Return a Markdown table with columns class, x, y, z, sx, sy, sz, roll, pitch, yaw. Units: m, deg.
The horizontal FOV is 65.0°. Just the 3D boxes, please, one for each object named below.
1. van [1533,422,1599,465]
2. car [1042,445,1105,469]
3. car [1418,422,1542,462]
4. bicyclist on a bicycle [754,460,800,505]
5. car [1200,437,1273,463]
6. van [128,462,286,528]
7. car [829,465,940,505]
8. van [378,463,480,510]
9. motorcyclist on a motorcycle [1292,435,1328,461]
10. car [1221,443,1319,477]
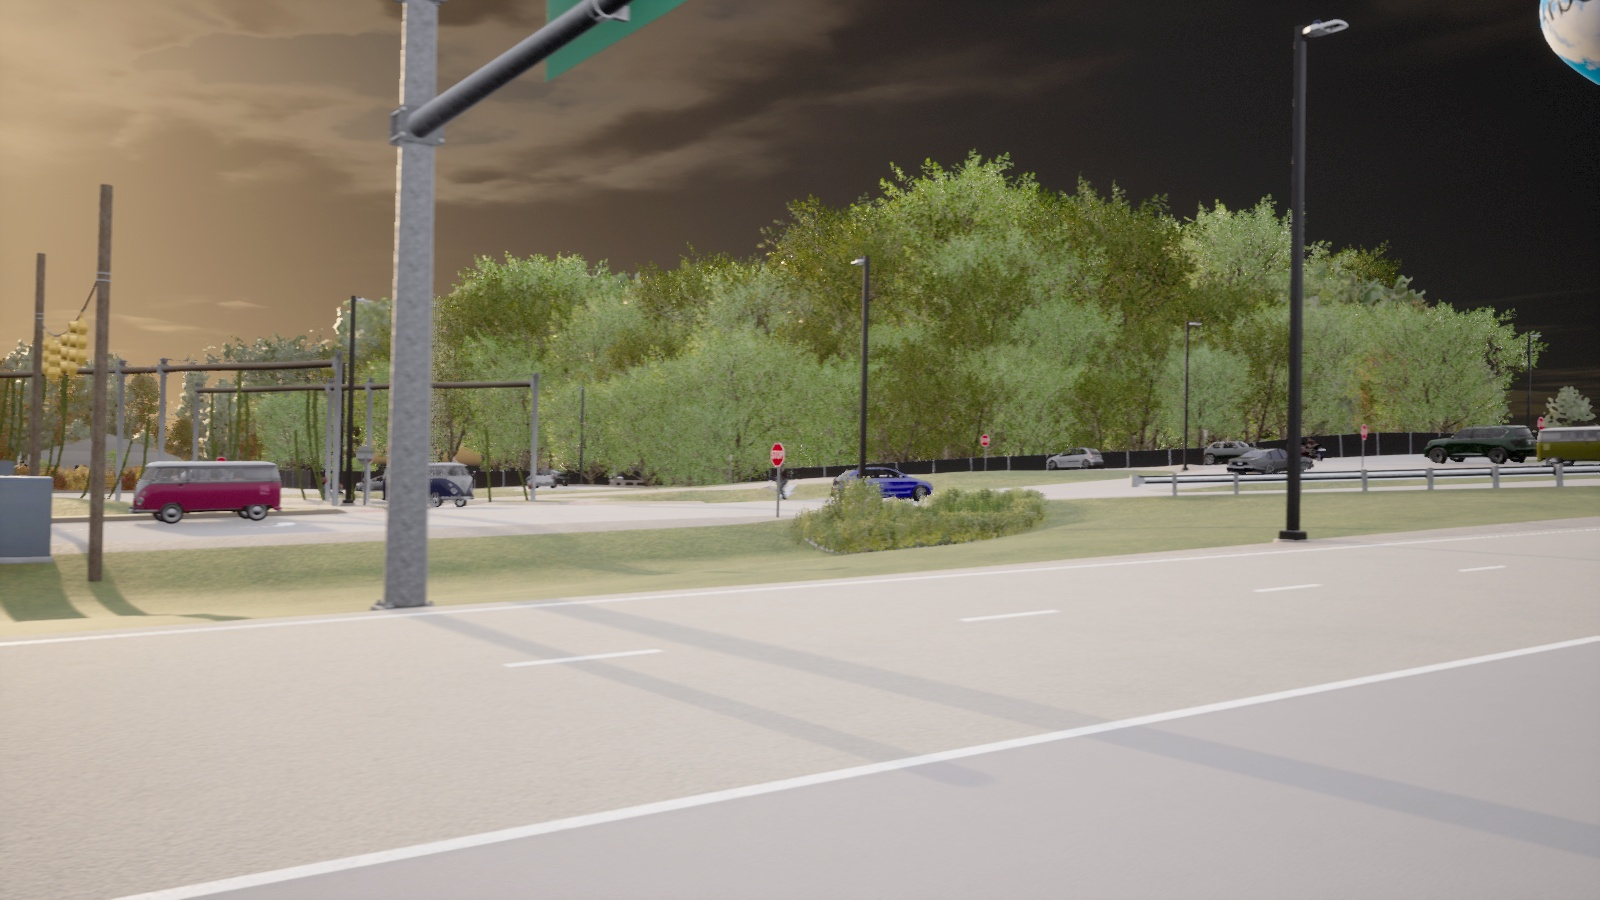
| class | x | y | z | sx | sy | sz | roll | pitch | yaw |
| --- | --- | --- | --- | --- | --- | --- | --- | --- | --- |
| van | 38.148 | -0.315 | 60.595 | 1.775 | 1.987 | 4.442 | -3 | 1 | -34 |
| car | 19.684 | 0.538 | 90.506 | 3.988 | 1.617 | 1.851 | -3 | -3 | 42 |
| car | 36.952 | -0.440 | 68.421 | 2.150 | 2.045 | 5.566 | -3 | 2 | -32 |
| bicyclist on a bicycle | -1.013 | 1.430 | 55.138 | 1.843 | 1.776 | 0.659 | -3 | -9 | -5 |
| car | 27.356 | 0.015 | 78.704 | 3.806 | 1.475 | 1.970 | -3 | -1 | 43 |
| van | -19.392 | 1.435 | 41.147 | 4.442 | 1.987 | 1.775 | -1 | 0 | -36 |
| car | 3.481 | 1.411 | 51.802 | 4.193 | 1.474 | 1.816 | -1 | 0 | -18 |
| van | -16.424 | 1.634 | 55.521 | 4.442 | 1.987 | 1.775 | -2 | -2 | 30 |
| motorcyclist on a motorcycle | 31.669 | -0.114 | 78.021 | 0.866 | 1.530 | 2.191 | -4 | 1 | -16 |
| car | 24.528 | 0.501 | 65.428 | 5.357 | 1.411 | 2.033 | -4 | 2 | -34 |
